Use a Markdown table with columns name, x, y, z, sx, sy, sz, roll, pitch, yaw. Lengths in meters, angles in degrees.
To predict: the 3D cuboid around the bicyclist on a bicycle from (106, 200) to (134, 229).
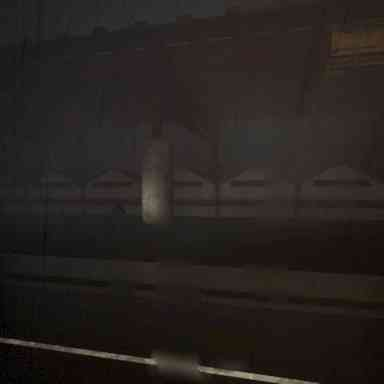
| name | x | y | z | sx | sy | sz | roll | pitch | yaw |
| --- | --- | --- | --- | --- | --- | --- | --- | --- | --- |
| bicyclist on a bicycle | -4.125 | 1.301 | 19.081 | 1.656 | 1.620 | 0.582 | 1 | -1 | -30 |
